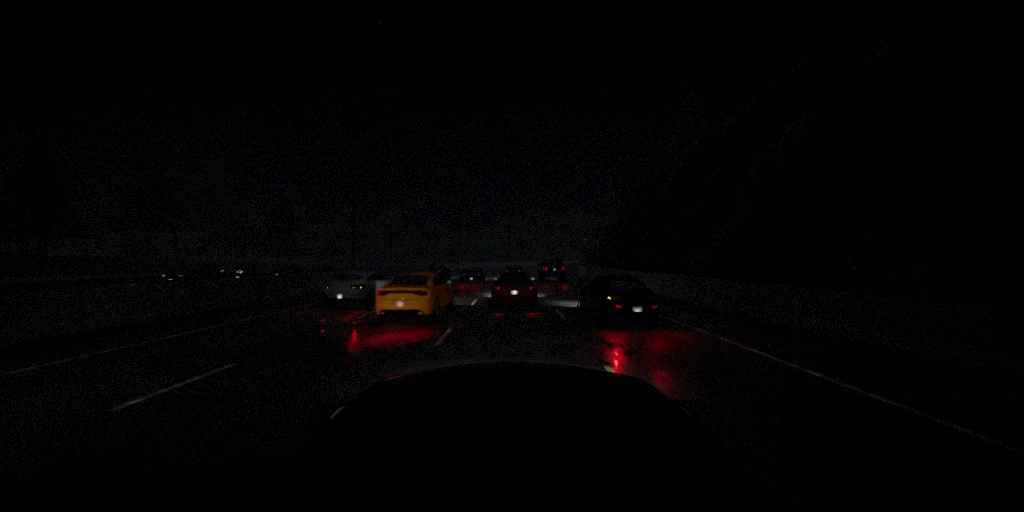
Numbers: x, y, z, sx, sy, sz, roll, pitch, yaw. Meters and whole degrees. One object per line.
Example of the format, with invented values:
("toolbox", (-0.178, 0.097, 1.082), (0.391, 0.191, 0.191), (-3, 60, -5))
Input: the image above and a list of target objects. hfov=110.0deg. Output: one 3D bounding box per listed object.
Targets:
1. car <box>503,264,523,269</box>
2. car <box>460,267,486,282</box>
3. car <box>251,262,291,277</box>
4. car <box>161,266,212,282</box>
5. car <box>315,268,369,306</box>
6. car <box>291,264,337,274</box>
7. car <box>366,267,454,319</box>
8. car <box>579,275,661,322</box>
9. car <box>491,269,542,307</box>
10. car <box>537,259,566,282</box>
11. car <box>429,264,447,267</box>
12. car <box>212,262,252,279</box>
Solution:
("car", (0.100, 1.534, 33.709), (2.128, 1.511, 4.902), (0, -1, 0))
("car", (-3.401, 1.629, 32.185), (1.895, 1.301, 4.718), (0, -1, 0))
("car", (-21.088, 1.511, 33.112), (1.882, 1.535, 5.008), (0, -1, 0))
("car", (-28.097, 1.571, 32.146), (2.033, 1.411, 5.357), (0, -1, 0))
("car", (-6.900, 1.411, 16.670), (1.812, 1.442, 4.674), (0, -1, 0))
("car", (-17.590, 1.510, 32.943), (1.882, 1.535, 5.008), (0, 0, 0))
("car", (-3.399, 1.334, 13.360), (1.882, 1.535, 5.008), (0, -1, 0))
("car", (3.600, 1.376, 12.576), (1.812, 1.442, 4.674), (0, -1, 0))
("car", (0.100, 1.448, 16.384), (1.994, 1.385, 4.181), (0, -1, 0))
("car", (3.599, 1.258, 32.953), (2.150, 2.045, 5.566), (0, -1, 0))
("car", (-6.901, 1.533, 33.711), (2.128, 1.511, 4.902), (0, -1, 0))
("car", (-24.583, 1.386, 33.202), (2.097, 1.767, 4.553), (0, -1, 0))
